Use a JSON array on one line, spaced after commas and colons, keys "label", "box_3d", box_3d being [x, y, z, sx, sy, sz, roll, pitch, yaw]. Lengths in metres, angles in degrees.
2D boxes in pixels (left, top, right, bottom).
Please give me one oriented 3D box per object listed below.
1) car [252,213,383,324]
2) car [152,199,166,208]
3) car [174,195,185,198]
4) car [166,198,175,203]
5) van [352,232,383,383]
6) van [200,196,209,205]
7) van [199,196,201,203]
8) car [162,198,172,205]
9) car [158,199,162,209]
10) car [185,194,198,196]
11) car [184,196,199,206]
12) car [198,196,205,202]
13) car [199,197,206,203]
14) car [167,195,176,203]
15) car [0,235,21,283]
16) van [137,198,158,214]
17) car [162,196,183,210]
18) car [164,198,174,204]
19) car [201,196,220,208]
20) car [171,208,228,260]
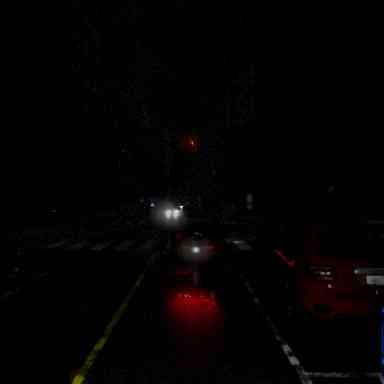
[{"label": "car", "box_3d": [2.637, 1.361, 7.174, 2.192, 1.841, 5.009, 0, 0, 0]}, {"label": "car", "box_3d": [-5.404, 1.887, 55.353, 1.887, 1.381, 4.507, 0, 0, 0]}, {"label": "car", "box_3d": [-2.762, 1.900, 65.307, 1.837, 1.490, 4.892, 0, 0, 0]}, {"label": "car", "box_3d": [-5.397, 2.071, 82.384, 1.947, 1.339, 4.313, 0, 0, 0]}, {"label": "van", "box_3d": [2.637, 1.353, 1.662, 1.690, 1.788, 3.998, 0, 0, 0]}, {"label": "van", "box_3d": [2.680, 1.782, 71.575, 1.690, 1.788, 3.998, 0, 0, 0]}, {"label": "van", "box_3d": [2.690, 1.716, 60.762, 1.690, 1.788, 3.998, 0, 0, 0]}, {"label": "car", "box_3d": [-5.399, 1.965, 71.403, 1.752, 1.417, 4.829, 0, 0, 0]}, {"label": "car", "box_3d": [-5.405, 1.875, 49.947, 1.947, 1.339, 4.313, 0, 0, 0]}, {"label": "car", "box_3d": [0.000, 1.815, 74.346, 2.128, 1.511, 4.902, 0, 0, 0]}, {"label": "car", "box_3d": [0.042, 1.936, 63.057, 2.033, 1.411, 5.357, 0, 0, 1]}, {"label": "car", "box_3d": [2.660, 2.011, 93.198, 1.967, 1.590, 4.097, 0, 0, 0]}, {"label": "car", "box_3d": [2.665, 2.065, 87.962, 1.752, 1.417, 4.829, 0, 0, 0]}, {"label": "car", "box_3d": [-5.395, 1.853, 87.792, 2.192, 1.841, 5.009, 0, 0, 0]}, {"label": "car", "box_3d": [-5.388, 1.612, 7.172, 1.947, 1.339, 4.313, 0, 0, 0]}, {"label": "van", "box_3d": [-5.408, 1.584, 39.136, 1.690, 1.788, 3.998, 0, 0, 0]}, {"label": "car", "box_3d": [-2.836, 1.795, 49.029, 2.128, 1.511, 4.902, 0, 0, 0]}, {"label": "car", "box_3d": [-5.398, 2.024, 76.978, 2.008, 1.369, 4.403, 0, 0, 0]}, {"label": "car", "box_3d": [2.705, 1.591, 44.544, 2.192, 1.841, 5.009, 0, 0, 0]}, {"label": "car", "box_3d": [0.367, 1.586, 12.886, 1.837, 1.490, 4.892, 0, 0, 6]}]
